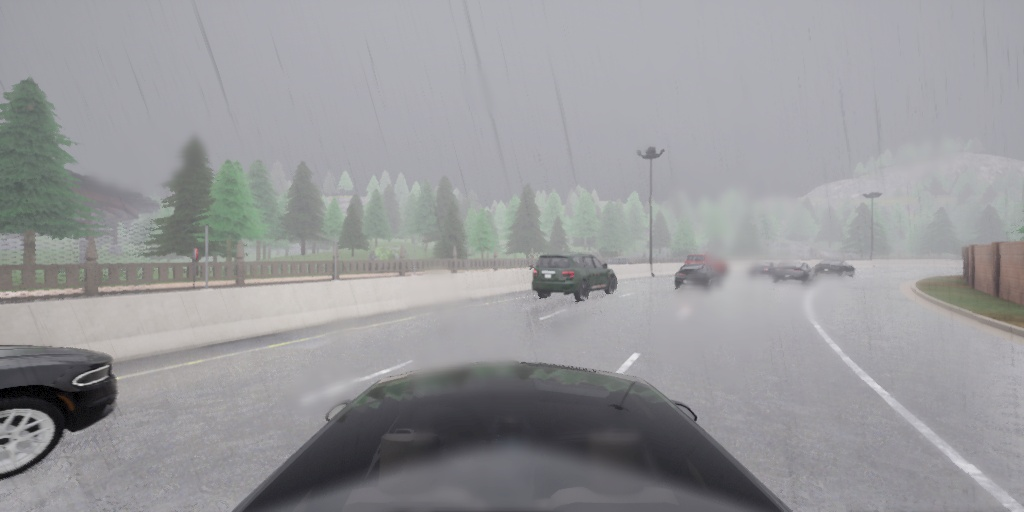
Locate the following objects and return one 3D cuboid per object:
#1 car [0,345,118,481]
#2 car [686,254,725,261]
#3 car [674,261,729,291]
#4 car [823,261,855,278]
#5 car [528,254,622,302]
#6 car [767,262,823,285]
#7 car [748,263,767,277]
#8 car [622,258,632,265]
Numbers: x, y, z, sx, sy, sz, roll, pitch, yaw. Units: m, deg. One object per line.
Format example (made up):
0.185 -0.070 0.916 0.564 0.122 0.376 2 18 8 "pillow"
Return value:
-6.008 1.220 2.116 1.882 1.535 5.008 0 0 26 "car"
17.764 0.895 32.679 5.566 2.045 2.150 1 0 -41 "car"
11.222 1.208 21.406 1.837 1.490 4.892 0 0 41 "car"
29.845 1.168 33.042 5.008 1.535 1.882 0 0 -35 "car"
3.085 0.929 17.036 2.150 2.045 5.566 0 0 36 "car"
20.112 1.194 25.373 4.902 1.511 2.128 0 0 -43 "car"
23.459 1.285 32.771 4.718 1.301 1.895 0 0 -38 "car"
10.066 1.015 35.396 4.553 1.767 2.097 0 0 -42 "car"
